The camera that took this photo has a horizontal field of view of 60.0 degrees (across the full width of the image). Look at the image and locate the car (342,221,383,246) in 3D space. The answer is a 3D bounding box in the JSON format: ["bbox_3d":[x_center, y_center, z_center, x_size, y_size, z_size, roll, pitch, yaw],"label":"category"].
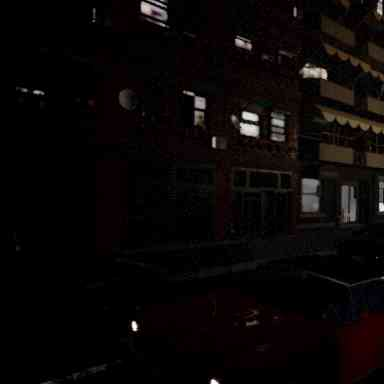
[{"bbox_3d":[6.779,1.680,11.383,4.313,1.339,1.947,1,0,-35],"label":"car"}]

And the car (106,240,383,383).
[{"bbox_3d":[1.508,1.636,4.444,4.718,1.301,1.895,1,0,-35],"label":"car"}]

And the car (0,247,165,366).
[{"bbox_3d":[-2.291,1.574,4.912,4.313,1.339,1.947,1,0,-35],"label":"car"}]
